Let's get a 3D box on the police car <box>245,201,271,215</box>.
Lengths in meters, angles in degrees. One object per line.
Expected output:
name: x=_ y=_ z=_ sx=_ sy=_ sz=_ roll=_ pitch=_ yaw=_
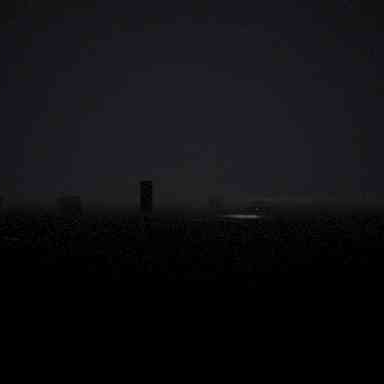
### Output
police car: x=8.255 y=1.943 z=41.651 sx=1.930 sy=1.638 sz=5.238 roll=-1 pitch=-1 yaw=35
